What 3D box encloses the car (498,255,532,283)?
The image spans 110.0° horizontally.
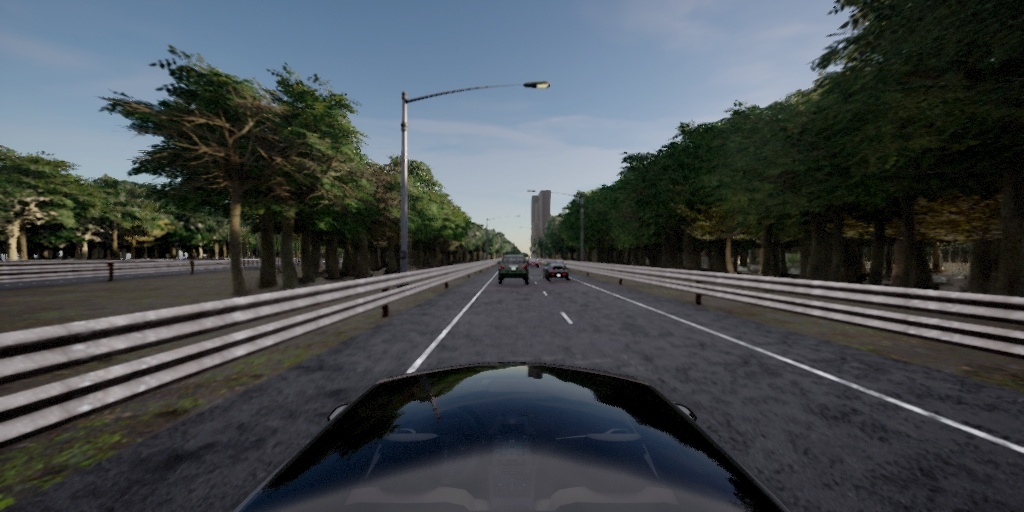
[{"bbox_3d":[0.107,0.952,27.403,2.150,2.045,5.566,0,0,0],"label":"car"}]

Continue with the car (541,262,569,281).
[{"bbox_3d":[3.607,1.234,30.128,1.837,1.490,4.892,0,0,0],"label":"car"}]

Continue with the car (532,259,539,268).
[{"bbox_3d":[3.614,1.262,62.791,1.812,1.442,4.674,0,0,0],"label":"car"}]
